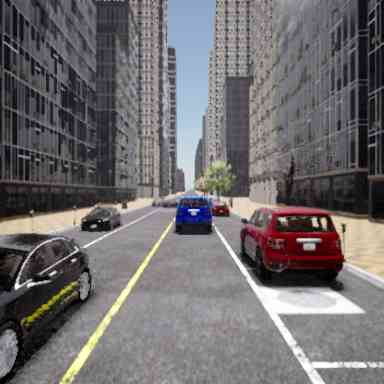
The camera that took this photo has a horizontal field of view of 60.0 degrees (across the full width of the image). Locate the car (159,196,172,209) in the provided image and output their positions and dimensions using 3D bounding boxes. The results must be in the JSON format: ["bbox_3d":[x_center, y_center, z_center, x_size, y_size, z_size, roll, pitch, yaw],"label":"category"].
[{"bbox_3d":[-3.078,1.667,47.061,1.994,1.385,4.181,0,0,0],"label":"car"}]

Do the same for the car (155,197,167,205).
[{"bbox_3d":[-5.683,1.684,61.299,1.947,1.339,4.313,0,0,0],"label":"car"}]

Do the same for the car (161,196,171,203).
[{"bbox_3d":[-5.681,1.651,72.524,1.752,1.417,4.829,0,0,0],"label":"car"}]

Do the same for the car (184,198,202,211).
[{"bbox_3d":[0.103,1.587,42.596,2.128,1.511,4.902,0,0,0],"label":"car"}]

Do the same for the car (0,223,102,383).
[{"bbox_3d":[-3.100,1.522,5.406,1.837,1.490,4.892,0,0,0],"label":"car"}]

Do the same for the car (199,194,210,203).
[{"bbox_3d":[2.700,1.440,72.692,2.192,1.841,5.009,0,0,0],"label":"car"}]

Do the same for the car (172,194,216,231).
[{"bbox_3d":[0.102,1.282,21.076,2.150,2.045,5.566,0,0,0],"label":"car"}]

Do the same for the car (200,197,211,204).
[{"bbox_3d":[2.698,1.688,66.996,1.947,1.339,4.313,0,0,0],"label":"car"}]

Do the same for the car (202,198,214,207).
[{"bbox_3d":[2.697,1.695,55.602,1.802,1.307,4.206,0,0,0],"label":"car"}]

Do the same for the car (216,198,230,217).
[{"bbox_3d":[2.695,1.627,32.812,1.887,1.381,4.507,0,0,0],"label":"car"}]

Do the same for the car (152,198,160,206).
[{"bbox_3d":[-5.683,1.664,55.603,2.008,1.369,4.403,0,0,0],"label":"car"}]

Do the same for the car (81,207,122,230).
[{"bbox_3d":[-5.688,1.625,21.418,1.947,1.339,4.313,0,0,0],"label":"car"}]

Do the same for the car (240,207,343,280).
[{"bbox_3d":[2.692,1.346,10.020,2.192,1.841,5.009,0,0,0],"label":"car"}]
